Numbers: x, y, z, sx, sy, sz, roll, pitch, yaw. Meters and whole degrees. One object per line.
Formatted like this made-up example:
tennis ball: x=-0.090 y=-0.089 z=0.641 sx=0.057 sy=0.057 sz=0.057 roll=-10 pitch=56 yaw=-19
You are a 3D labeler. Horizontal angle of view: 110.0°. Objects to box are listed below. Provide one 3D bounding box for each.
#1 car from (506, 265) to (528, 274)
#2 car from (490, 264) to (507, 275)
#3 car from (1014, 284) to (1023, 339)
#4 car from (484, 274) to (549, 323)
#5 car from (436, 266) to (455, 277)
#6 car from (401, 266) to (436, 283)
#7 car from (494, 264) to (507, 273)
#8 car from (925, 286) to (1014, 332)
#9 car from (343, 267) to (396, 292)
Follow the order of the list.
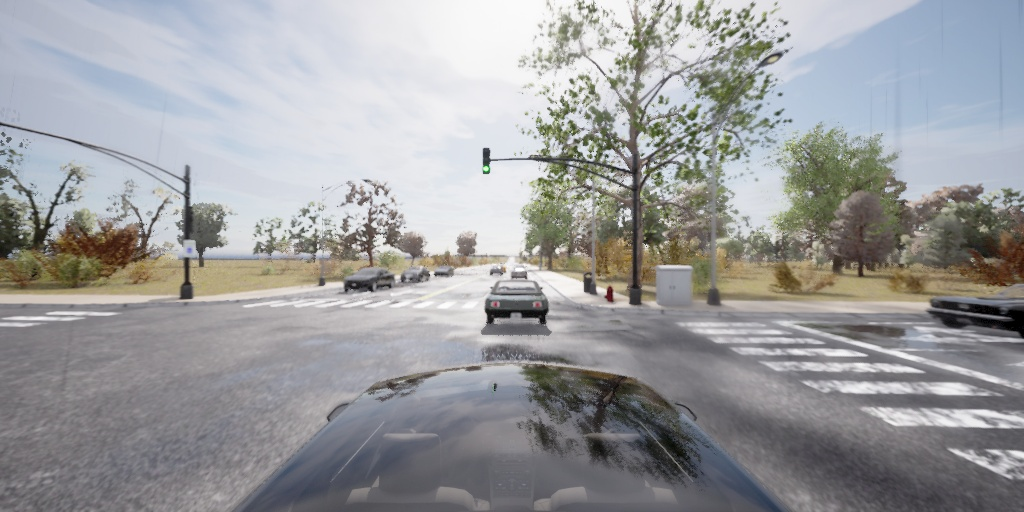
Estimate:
car: x=0.778 y=1.877 z=38.608 sx=2.033 sy=1.411 sz=5.357 roll=0 pitch=-1 yaw=2
car: x=-2.220 y=2.095 z=52.389 sx=2.033 sy=1.411 sz=5.357 roll=0 pitch=-1 yaw=1
car: x=12.263 y=1.114 z=5.967 sx=4.553 sy=1.767 sz=2.097 roll=0 pitch=0 yaw=3
car: x=0.163 y=1.453 z=12.495 sx=1.895 sy=1.301 sz=4.718 roll=0 pitch=-1 yaw=1
car: x=-8.879 y=1.995 z=47.433 sx=2.033 sy=1.411 sz=5.357 roll=0 pitch=-1 yaw=2
car: x=-9.241 y=1.726 z=34.676 sx=2.128 sy=1.511 sz=4.902 roll=0 pitch=-1 yaw=2
car: x=-1.955 y=2.193 z=62.805 sx=1.882 sy=1.535 sz=5.008 roll=0 pitch=-1 yaw=1
car: x=13.846 y=1.373 z=9.131 sx=4.718 sy=1.301 sz=1.895 roll=0 pitch=0 yaw=3
car: x=-9.513 y=1.536 z=24.277 sx=1.882 sy=1.535 sz=5.008 roll=0 pitch=-1 yaw=2
